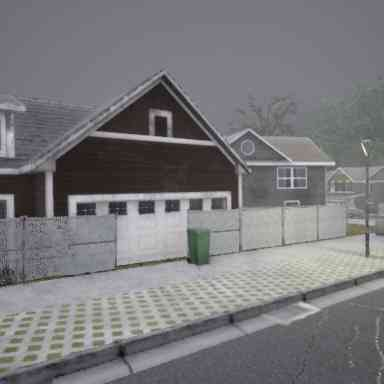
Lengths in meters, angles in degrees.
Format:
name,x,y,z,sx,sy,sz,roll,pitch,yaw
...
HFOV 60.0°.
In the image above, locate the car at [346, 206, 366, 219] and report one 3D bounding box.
name,x,y,z,sx,sy,sz,roll,pitch,yaw
car,17.339,2.273,37.049,1.812,1.442,4.674,-1,-2,-14
